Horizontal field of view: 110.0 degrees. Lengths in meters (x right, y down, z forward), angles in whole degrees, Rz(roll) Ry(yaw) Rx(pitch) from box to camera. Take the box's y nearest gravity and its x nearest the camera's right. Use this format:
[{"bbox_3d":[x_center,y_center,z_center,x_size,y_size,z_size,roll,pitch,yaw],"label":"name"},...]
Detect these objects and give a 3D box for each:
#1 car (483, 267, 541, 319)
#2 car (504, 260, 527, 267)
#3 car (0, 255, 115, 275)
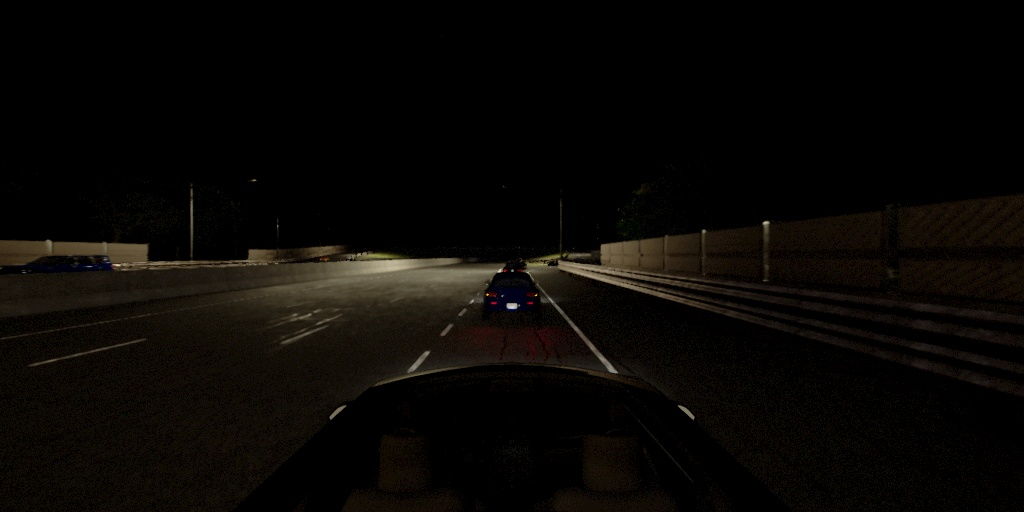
[{"bbox_3d":[0.002,1.266,12.600,1.812,1.442,4.674,0,0,0],"label":"car"},{"bbox_3d":[0.055,1.269,32.426,2.033,1.411,5.357,0,0,0],"label":"car"},{"bbox_3d":[-31.533,0.945,25.114,2.150,2.045,5.566,0,0,1],"label":"car"}]
